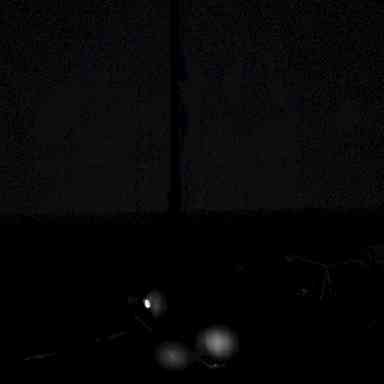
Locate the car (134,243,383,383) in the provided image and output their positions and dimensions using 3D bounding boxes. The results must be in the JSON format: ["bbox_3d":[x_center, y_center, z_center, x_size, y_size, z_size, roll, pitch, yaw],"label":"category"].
[{"bbox_3d":[1.554,1.576,5.166,4.718,1.301,1.895,0,0,-36],"label":"car"}]
